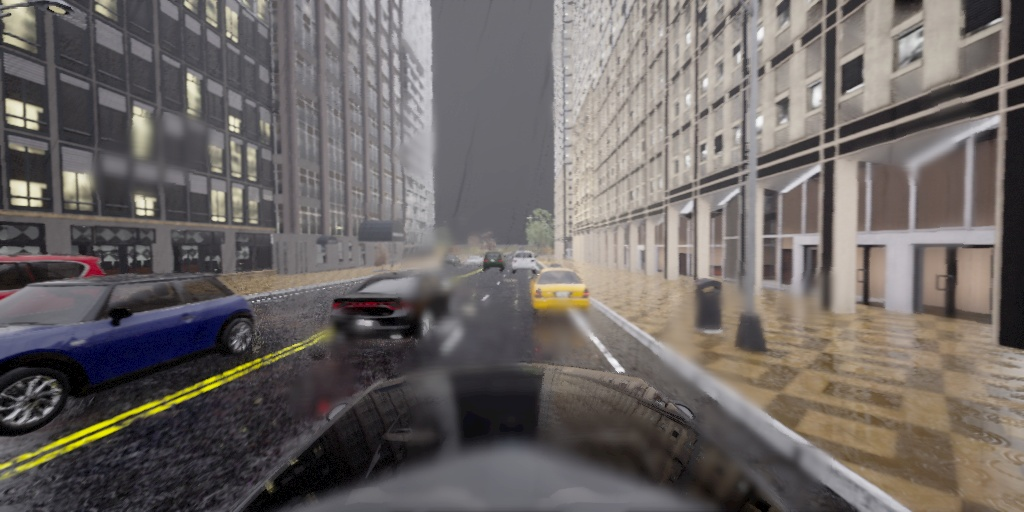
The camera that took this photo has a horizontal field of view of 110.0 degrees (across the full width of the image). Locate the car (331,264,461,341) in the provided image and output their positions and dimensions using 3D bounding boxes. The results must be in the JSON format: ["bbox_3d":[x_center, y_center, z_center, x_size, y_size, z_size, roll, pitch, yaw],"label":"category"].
[{"bbox_3d":[-2.837,1.155,9.637,1.882,1.535,5.008,0,1,2],"label":"car"}]

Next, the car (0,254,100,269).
[{"bbox_3d":[-9.680,1.005,5.486,2.150,2.045,5.566,0,1,2],"label":"car"}]

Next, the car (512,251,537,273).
[{"bbox_3d":[1.179,0.565,34.623,2.150,2.045,5.566,0,1,3],"label":"car"}]

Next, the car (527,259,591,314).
[{"bbox_3d":[1.562,1.058,12.914,1.801,1.575,5.366,0,1,2],"label":"car"}]

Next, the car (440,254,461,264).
[{"bbox_3d":[-8.215,0.593,48.453,2.097,1.767,4.553,0,1,2],"label":"car"}]

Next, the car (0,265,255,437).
[{"bbox_3d":[-6.426,1.109,5.483,2.097,1.767,4.553,0,1,2],"label":"car"}]

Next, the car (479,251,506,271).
[{"bbox_3d":[-1.860,0.531,38.984,2.150,2.045,5.566,0,1,2],"label":"car"}]

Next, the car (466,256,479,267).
[{"bbox_3d":[-4.976,0.745,48.158,1.812,1.442,4.674,0,0,2],"label":"car"}]
